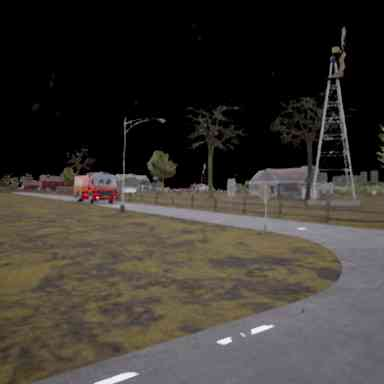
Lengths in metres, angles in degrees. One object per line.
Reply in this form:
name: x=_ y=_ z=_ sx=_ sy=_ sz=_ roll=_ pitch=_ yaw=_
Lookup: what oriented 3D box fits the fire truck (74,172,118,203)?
fire truck: x=-12.415 y=-0.568 z=42.389 sx=2.891 sy=3.827 sz=8.468 roll=2 pitch=0 yaw=-35
